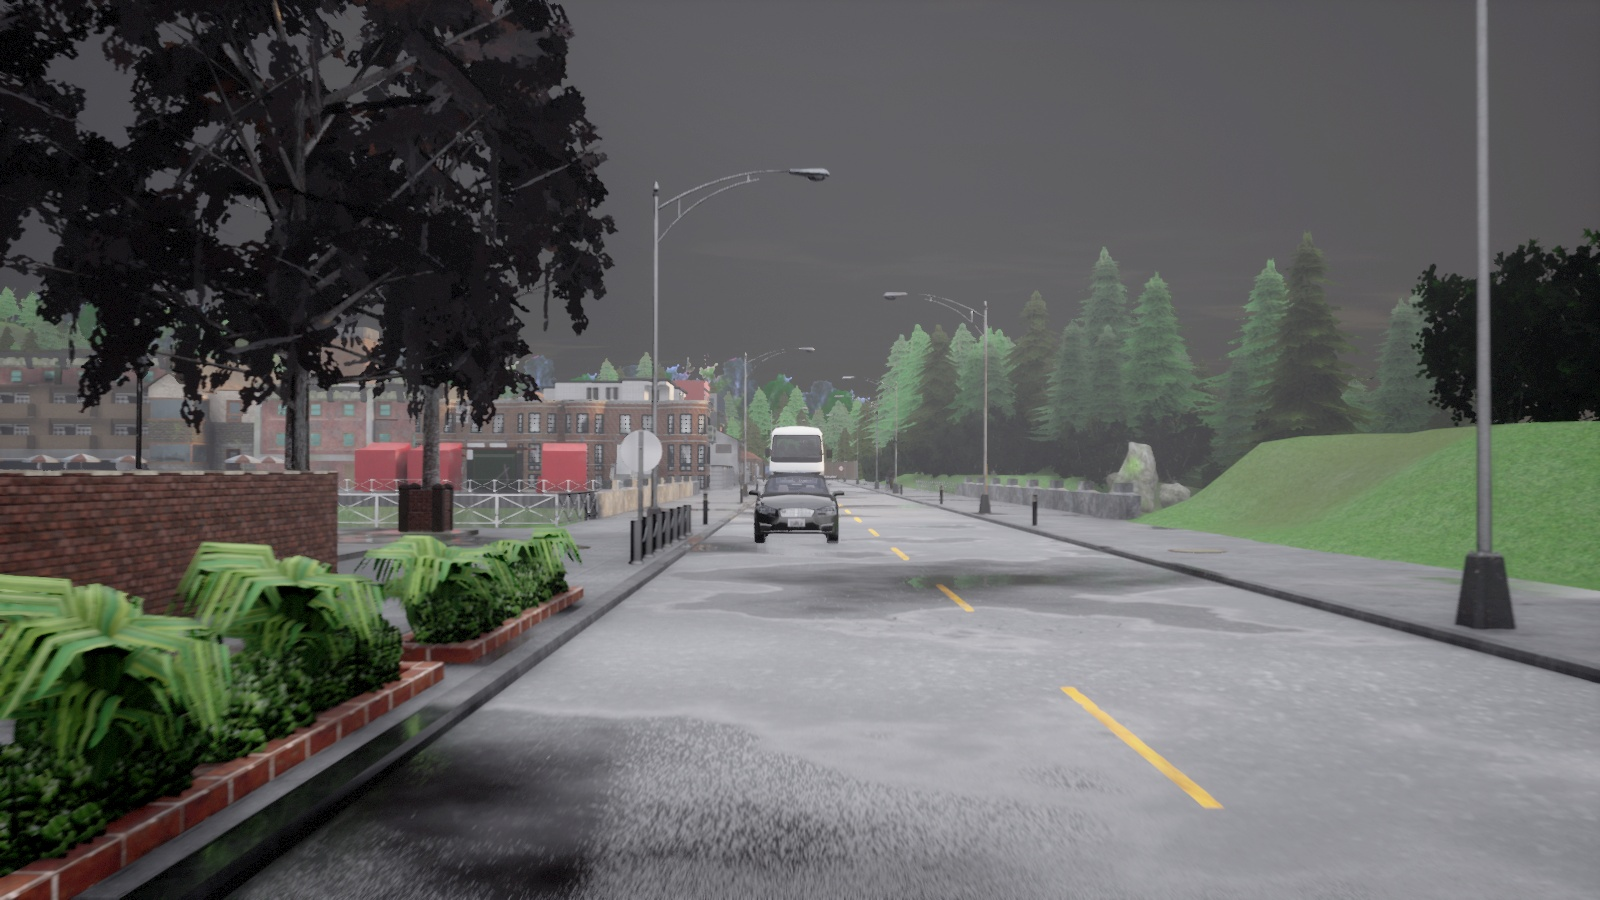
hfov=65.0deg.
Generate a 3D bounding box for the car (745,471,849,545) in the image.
[{"bbox_3d":[-0.069,1.246,28.392,2.128,1.511,4.902,0,-1,0],"label":"car"}]

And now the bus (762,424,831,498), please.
[{"bbox_3d":[-0.193,0.733,77.320,3.944,4.253,10.273,0,-1,0],"label":"bus"}]
